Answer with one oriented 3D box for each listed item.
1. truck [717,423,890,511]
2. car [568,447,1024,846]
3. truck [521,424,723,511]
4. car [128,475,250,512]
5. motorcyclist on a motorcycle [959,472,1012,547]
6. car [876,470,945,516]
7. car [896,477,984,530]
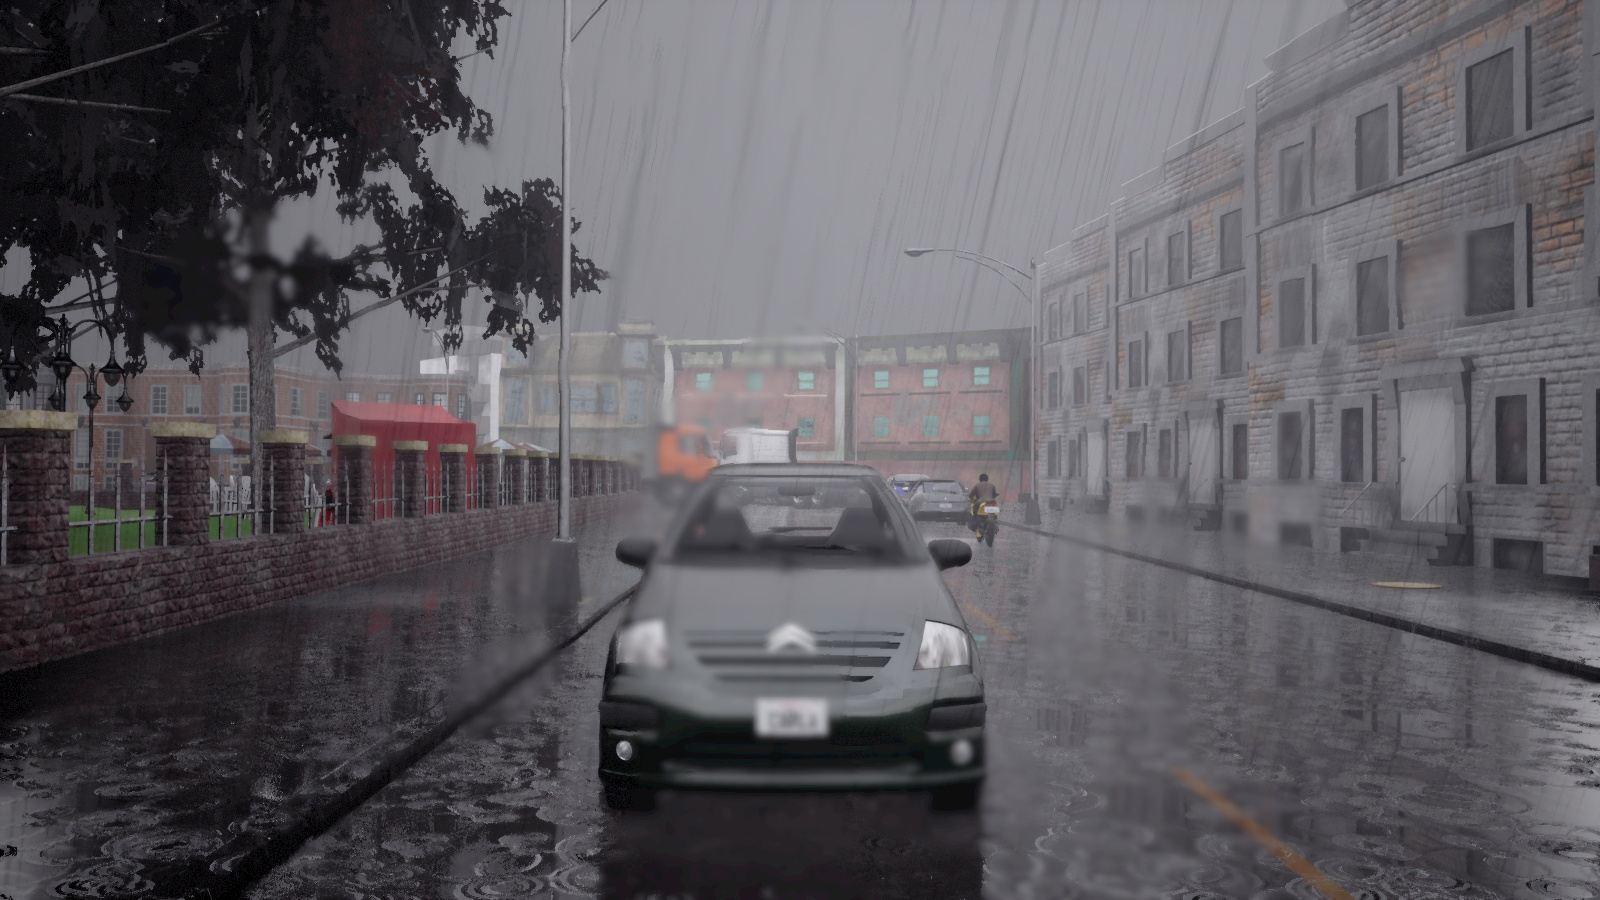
[{"bbox_3d":[-0.007,0.731,53.561,2.891,3.462,7.936,1,-1,-40],"label":"truck"},{"bbox_3d":[-0.023,0.832,7.114,1.851,1.617,3.988,0,-1,0],"label":"car"},{"bbox_3d":[-7.269,0.734,52.046,7.936,3.462,2.891,0,-1,2],"label":"truck"},{"bbox_3d":[-25.295,1.802,52.076,4.193,1.474,1.816,0,-1,0],"label":"car"},{"bbox_3d":[3.910,1.226,26.570,0.797,1.523,2.044,0,-1,0],"label":"motorcyclist on a motorcycle"},{"bbox_3d":[3.843,1.489,44.325,2.007,1.525,4.514,0,-1,-1],"label":"car"},{"bbox_3d":[3.885,1.458,35.530,1.994,1.385,4.181,0,-1,-1],"label":"car"}]
